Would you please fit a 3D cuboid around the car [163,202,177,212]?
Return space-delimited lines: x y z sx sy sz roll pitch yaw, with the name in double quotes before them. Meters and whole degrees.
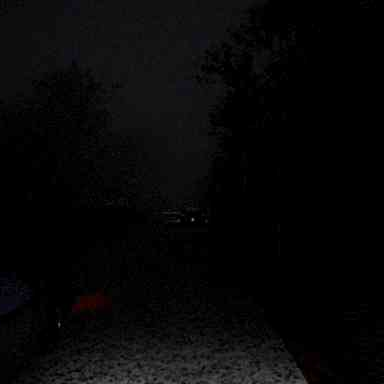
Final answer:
"car" -2.951 2.092 46.803 2.033 1.411 5.357 0 -1 0

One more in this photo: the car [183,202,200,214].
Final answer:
"car" -0.030 2.001 42.782 2.033 1.411 5.357 0 -1 0

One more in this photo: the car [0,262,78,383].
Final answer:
"car" -2.854 1.550 3.379 2.033 1.411 5.357 0 0 0

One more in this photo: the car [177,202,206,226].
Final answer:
"car" 0.045 1.673 24.500 1.812 1.442 4.674 0 0 0
